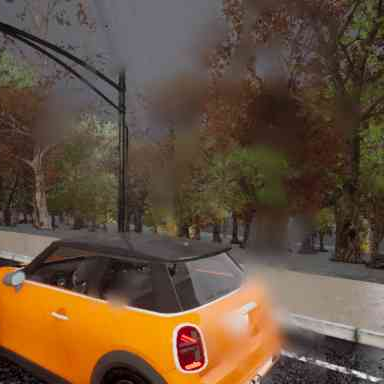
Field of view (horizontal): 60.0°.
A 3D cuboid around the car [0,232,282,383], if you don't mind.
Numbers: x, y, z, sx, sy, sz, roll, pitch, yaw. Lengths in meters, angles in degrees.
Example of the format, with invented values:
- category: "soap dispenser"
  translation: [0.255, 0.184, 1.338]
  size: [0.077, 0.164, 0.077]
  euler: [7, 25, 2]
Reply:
- category: "car"
  translation: [-1.231, 1.351, 4.574]
  size: [4.553, 1.767, 2.097]
  euler: [0, 0, 36]
